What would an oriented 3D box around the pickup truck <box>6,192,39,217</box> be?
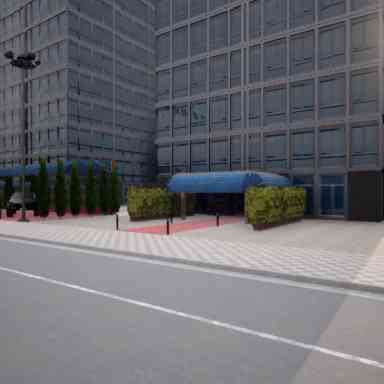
[{"bbox_3d":[-15.165,1.059,30.077,2.390,2.098,6.274,0,0,-25],"label":"pickup truck"}]
